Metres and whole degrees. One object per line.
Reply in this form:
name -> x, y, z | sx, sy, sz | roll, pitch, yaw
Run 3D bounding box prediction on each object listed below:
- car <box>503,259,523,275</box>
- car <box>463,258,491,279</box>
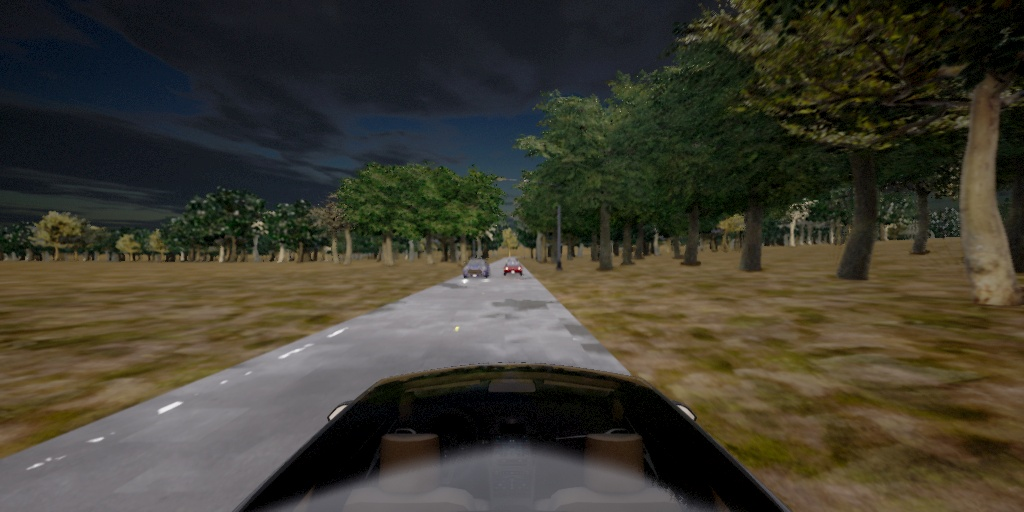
car -> 0.106, 1.236, 36.517 | 1.895, 1.301, 4.718 | 0, 0, 0
car -> -3.022, 1.006, 31.482 | 2.097, 1.767, 4.553 | 0, 0, 0
